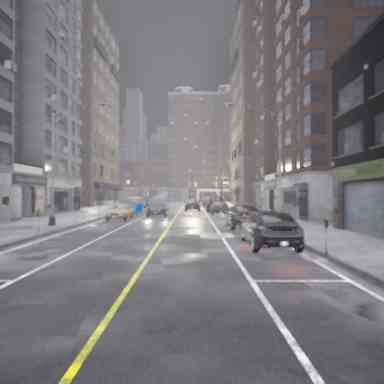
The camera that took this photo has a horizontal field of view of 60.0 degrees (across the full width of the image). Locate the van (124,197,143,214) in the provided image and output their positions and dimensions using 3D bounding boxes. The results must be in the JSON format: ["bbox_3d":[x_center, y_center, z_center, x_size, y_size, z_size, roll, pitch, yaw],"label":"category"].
[{"bbox_3d":[-5.852,1.381,33.026,1.690,1.788,3.998,1,0,0],"label":"van"}]

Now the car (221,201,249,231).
[{"bbox_3d":[3.141,1.520,20.742,1.837,1.490,4.892,0,0,0],"label":"car"}]

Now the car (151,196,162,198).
[{"bbox_3d":[-5.858,1.657,49.472,1.947,1.339,4.313,1,0,0],"label":"car"}]

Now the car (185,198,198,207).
[{"bbox_3d":[0.029,1.657,54.549,2.033,1.411,5.357,0,0,1],"label":"car"}]

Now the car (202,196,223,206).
[{"bbox_3d":[2.672,1.370,38.506,2.192,1.841,5.009,1,0,0],"label":"car"}]

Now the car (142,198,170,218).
[{"bbox_3d":[-3.100,1.539,30.664,1.837,1.490,4.892,0,0,0],"label":"car"}]

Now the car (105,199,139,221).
[{"bbox_3d":[-5.853,1.552,27.373,1.752,1.417,4.829,1,0,0],"label":"car"}]

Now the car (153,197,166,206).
[{"bbox_3d":[-5.860,1.675,60.437,1.887,1.381,4.507,1,0,0],"label":"car"}]

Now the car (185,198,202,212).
[{"bbox_3d":[0.074,1.587,40.493,1.812,1.442,4.674,0,0,0],"label":"car"}]

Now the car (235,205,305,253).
[{"bbox_3d":[3.143,1.511,13.741,1.837,1.490,4.892,0,0,0],"label":"car"}]

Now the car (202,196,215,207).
[{"bbox_3d":[2.667,1.551,54.954,1.967,1.590,4.097,1,0,0],"label":"car"}]

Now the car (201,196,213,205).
[{"bbox_3d":[2.667,1.570,60.437,1.967,1.590,4.097,1,0,0],"label":"car"}]

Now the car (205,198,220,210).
[{"bbox_3d":[2.668,1.598,44.159,1.752,1.417,4.829,1,0,0],"label":"car"}]

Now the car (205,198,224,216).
[{"bbox_3d":[2.670,1.591,33.024,2.008,1.369,4.403,1,0,0],"label":"car"}]
